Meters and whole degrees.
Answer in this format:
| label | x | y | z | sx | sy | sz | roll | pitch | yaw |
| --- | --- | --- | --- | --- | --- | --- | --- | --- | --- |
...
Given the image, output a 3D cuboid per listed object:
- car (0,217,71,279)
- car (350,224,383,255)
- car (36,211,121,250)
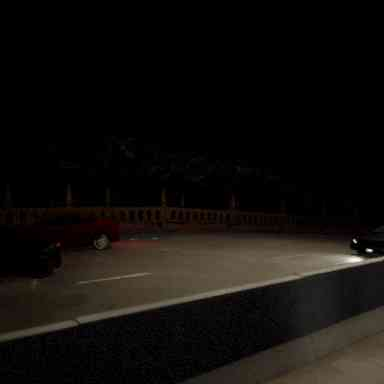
| label | x | y | z | sx | sy | sz | roll | pitch | yaw |
| --- | --- | --- | --- | --- | --- | --- | --- | --- | --- |
| car | -5.615 | 1.563 | 8.586 | 4.181 | 1.385 | 1.994 | 1 | 0 | -36 |
| car | 9.342 | 2.150 | 14.964 | 5.357 | 1.411 | 2.033 | 5 | -3 | -35 |
| car | -5.313 | 1.516 | 13.102 | 5.008 | 1.535 | 1.882 | 1 | -1 | -36 |
